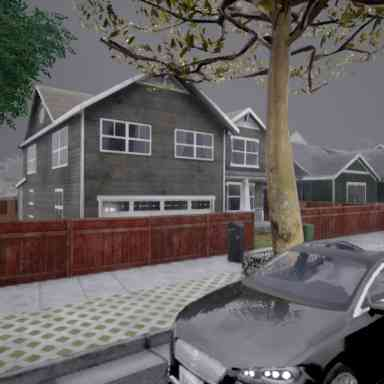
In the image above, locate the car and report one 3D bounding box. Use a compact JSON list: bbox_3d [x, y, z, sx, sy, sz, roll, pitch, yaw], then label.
[{"bbox_3d":[1.970,1.491,4.511,4.902,1.511,2.128,0,0,-36],"label":"car"}]
